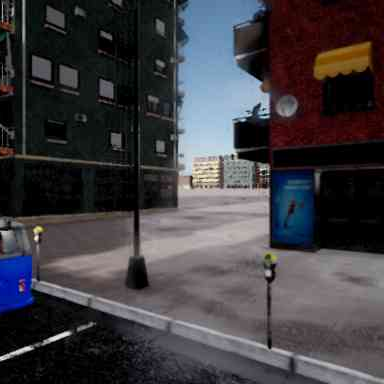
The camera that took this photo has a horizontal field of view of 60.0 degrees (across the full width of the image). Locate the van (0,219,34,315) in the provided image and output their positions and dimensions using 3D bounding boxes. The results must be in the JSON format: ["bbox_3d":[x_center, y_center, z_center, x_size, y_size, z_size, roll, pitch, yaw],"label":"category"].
[{"bbox_3d":[-4.645,1.324,6.189,3.998,1.788,1.690,0,0,35],"label":"van"}]
